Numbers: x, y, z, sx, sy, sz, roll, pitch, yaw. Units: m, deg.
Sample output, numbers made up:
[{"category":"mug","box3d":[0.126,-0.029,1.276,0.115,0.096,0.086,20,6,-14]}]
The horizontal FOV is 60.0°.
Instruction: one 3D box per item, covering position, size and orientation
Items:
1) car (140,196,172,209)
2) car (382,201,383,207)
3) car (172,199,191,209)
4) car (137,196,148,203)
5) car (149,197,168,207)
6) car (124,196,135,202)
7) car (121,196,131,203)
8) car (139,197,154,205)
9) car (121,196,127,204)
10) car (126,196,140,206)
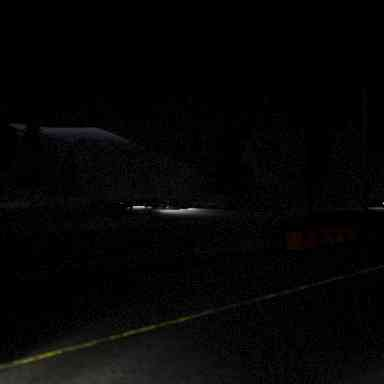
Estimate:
[{"category":"car","box3d":[-5.130,1.569,46.415,2.128,1.511,4.902,0,0,-28]},{"category":"car","box3d":[31.930,1.636,52.428,5.008,1.535,1.882,0,0,-35]},{"category":"car","box3d":[-1.825,1.654,47.673,1.994,1.385,4.181,0,0,-29]},{"category":"car","box3d":[-11.147,1.642,74.698,2.128,1.511,4.902,0,0,-11]},{"category":"car","box3d":[-5.605,1.620,55.543,1.812,1.442,4.674,0,0,-22]},{"category":"car","box3d":[-15.538,1.643,83.035,2.033,1.411,5.357,0,0,-3]},{"category":"car","box3d":[-14.385,1.643,72.756,2.033,1.411,5.357,0,0,-11]},{"category":"car","box3d":[-8.888,1.651,64.544,2.033,1.411,5.357,0,0,-18]},{"category":"car","box3d":[-11.958,1.582,62.712,2.128,1.511,4.902,0,0,-18]},{"category":"car","box3d":[-8.941,1.647,54.473,1.994,1.385,4.181,0,0,-21]}]
